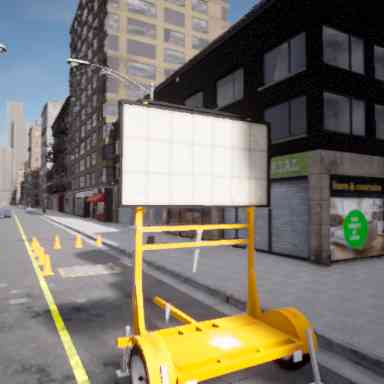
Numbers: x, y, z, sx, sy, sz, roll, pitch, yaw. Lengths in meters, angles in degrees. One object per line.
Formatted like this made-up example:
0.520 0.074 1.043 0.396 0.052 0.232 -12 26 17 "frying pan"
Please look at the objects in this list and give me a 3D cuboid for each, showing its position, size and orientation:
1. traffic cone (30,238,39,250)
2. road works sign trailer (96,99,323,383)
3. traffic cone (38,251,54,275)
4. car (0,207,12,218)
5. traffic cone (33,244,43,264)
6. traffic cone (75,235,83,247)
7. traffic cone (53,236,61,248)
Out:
-6.405 2.327 13.787 0.340 0.580 0.340 1 -2 -29 "traffic cone"
0.031 0.615 4.822 2.380 3.560 2.880 1 -2 -29 "road works sign trailer"
-4.475 2.236 10.284 0.340 0.580 0.340 1 -2 -29 "traffic cone"
-24.981 2.730 43.944 2.033 1.411 5.357 1 -2 -29 "car"
-5.440 2.281 12.035 0.340 0.580 0.340 1 -2 -29 "traffic cone"
-5.618 2.415 16.502 0.340 0.580 0.340 1 -2 -29 "traffic cone"
-6.494 2.394 16.020 0.340 0.580 0.340 1 -2 -29 "traffic cone"
